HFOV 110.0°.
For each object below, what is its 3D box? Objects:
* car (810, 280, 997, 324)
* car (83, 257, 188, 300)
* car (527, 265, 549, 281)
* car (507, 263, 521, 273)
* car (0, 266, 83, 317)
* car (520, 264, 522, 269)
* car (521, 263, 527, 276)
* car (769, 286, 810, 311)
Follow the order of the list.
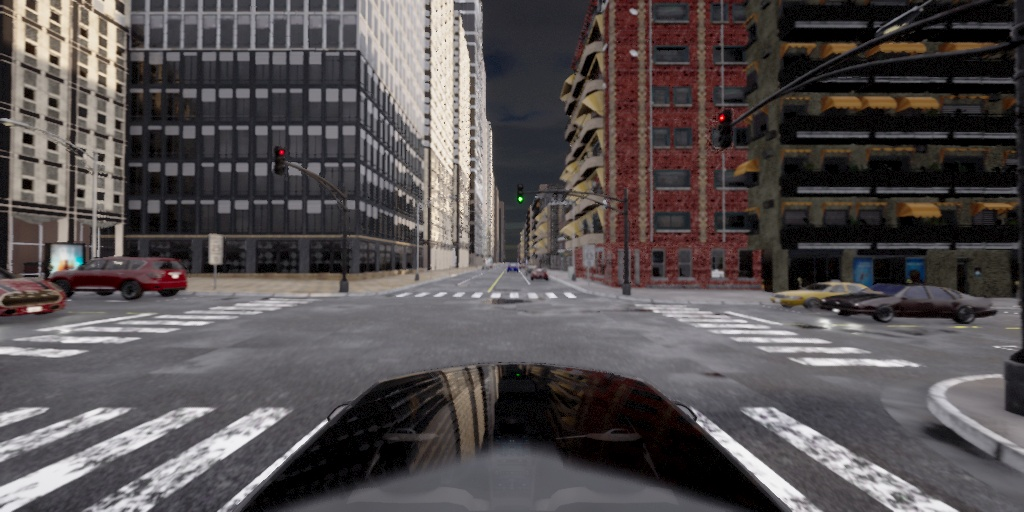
[{"bbox_3d":[15.233,1.772,13.946,5.357,1.411,2.033,1,-1,0],"label":"car"},{"bbox_3d":[-17.711,0.967,16.248,5.009,1.841,2.192,0,0,0],"label":"car"},{"bbox_3d":[2.740,1.797,36.223,1.802,1.307,4.207,0,0,0],"label":"car"},{"bbox_3d":[0.099,2.015,59.579,1.882,1.535,5.008,0,-1,0],"label":"car"},{"bbox_3d":[-16.290,0.940,10.517,4.553,1.767,2.097,1,-1,-2],"label":"car"},{"bbox_3d":[2.690,2.021,54.786,2.007,1.370,4.403,0,0,0],"label":"car"},{"bbox_3d":[2.689,1.943,49.139,2.007,1.370,4.403,0,0,0],"label":"car"},{"bbox_3d":[14.629,1.783,16.523,4.829,1.417,1.751,0,0,0],"label":"car"}]
